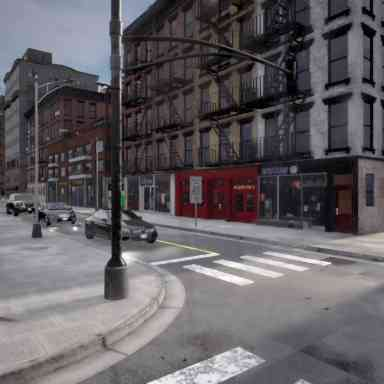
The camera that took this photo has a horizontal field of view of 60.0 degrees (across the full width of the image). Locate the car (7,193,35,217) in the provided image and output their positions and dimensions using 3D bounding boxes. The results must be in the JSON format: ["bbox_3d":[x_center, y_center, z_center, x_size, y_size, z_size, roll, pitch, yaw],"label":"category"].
[{"bbox_3d":[-16.029,1.168,31.607,2.150,2.045,5.566,0,0,-37],"label":"car"}]

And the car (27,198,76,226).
[{"bbox_3d":[-9.676,1.457,23.342,2.128,1.511,4.902,0,0,-38],"label":"car"}]

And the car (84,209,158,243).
[{"bbox_3d":[-3.408,1.508,15.225,1.812,1.442,4.674,0,0,-39],"label":"car"}]
